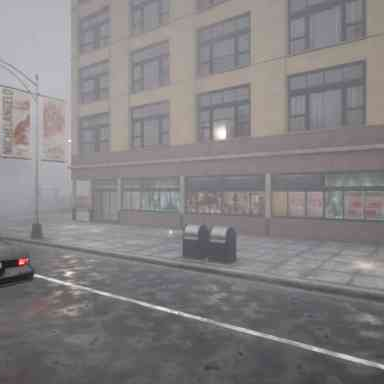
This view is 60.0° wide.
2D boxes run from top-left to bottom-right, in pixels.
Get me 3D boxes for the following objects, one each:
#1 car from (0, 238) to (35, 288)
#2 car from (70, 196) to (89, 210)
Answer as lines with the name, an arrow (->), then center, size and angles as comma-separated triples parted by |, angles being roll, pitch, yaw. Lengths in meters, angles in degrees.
car -> -6.014, 1.545, 8.156 | 5.357, 1.411, 2.033 | 0, 0, 35
car -> -13.516, 1.344, 43.574 | 2.097, 1.767, 4.553 | 0, 0, 35
